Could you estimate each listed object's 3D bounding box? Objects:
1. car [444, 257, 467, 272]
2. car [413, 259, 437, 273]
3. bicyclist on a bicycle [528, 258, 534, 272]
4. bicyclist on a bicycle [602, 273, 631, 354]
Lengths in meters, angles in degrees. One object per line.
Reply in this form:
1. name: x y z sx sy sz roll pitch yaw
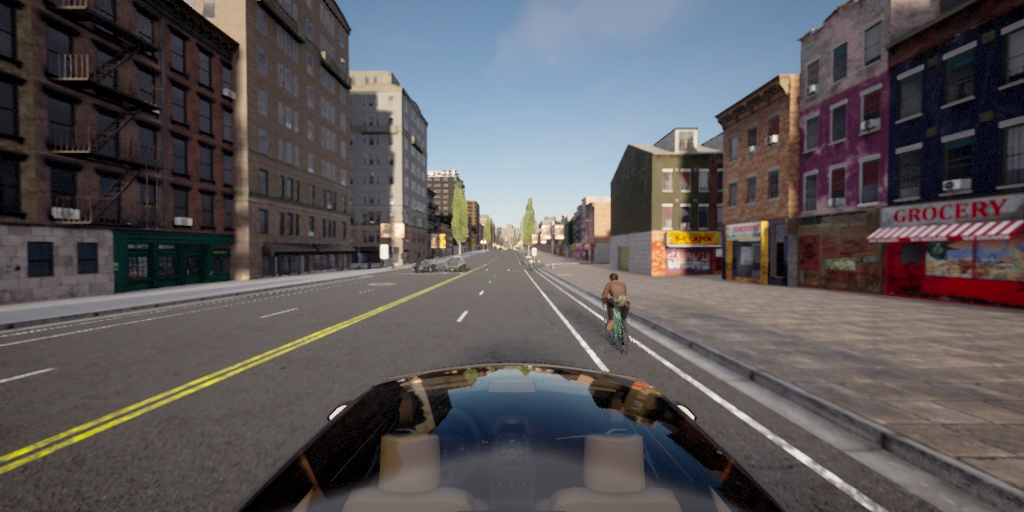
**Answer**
1. car: -6.539 0.942 41.610 2.097 1.767 4.553 0 0 1
2. car: -9.796 1.103 40.793 1.837 1.490 4.892 0 0 1
3. bicyclist on a bicycle: 2.248 1.023 42.195 0.866 1.612 1.509 0 0 0
4. bicyclist on a bicycle: 2.254 1.198 7.785 0.582 1.620 1.656 0 0 0
